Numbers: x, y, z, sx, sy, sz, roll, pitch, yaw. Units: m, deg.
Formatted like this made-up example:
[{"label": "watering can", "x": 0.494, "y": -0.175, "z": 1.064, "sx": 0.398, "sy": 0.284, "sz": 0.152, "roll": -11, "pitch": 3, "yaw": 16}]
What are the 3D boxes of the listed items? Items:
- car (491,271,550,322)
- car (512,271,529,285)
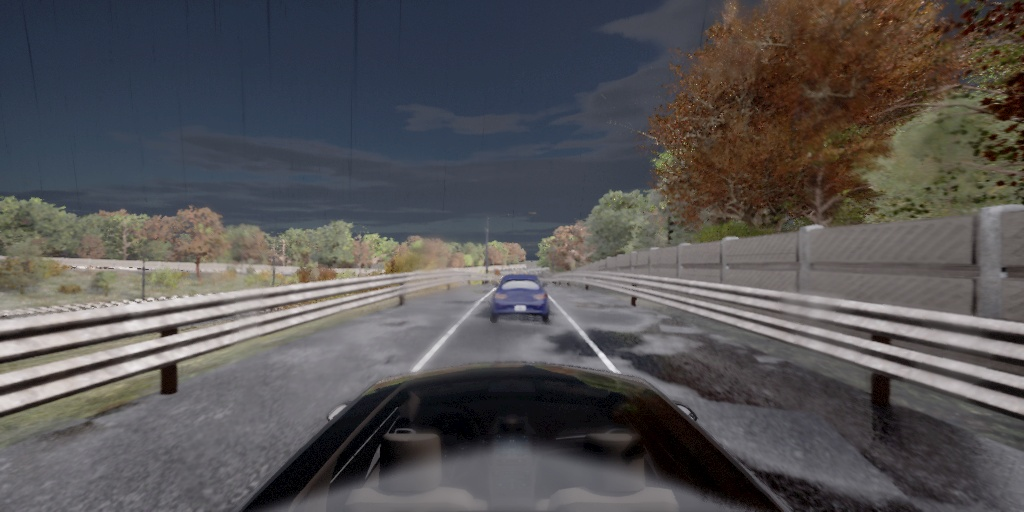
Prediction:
[{"label": "car", "x": 0.284, "y": 1.358, "z": 12.530, "sx": 1.812, "sy": 1.442, "sz": 4.674, "roll": 0, "pitch": -1, "yaw": 1}, {"label": "car", "x": 1.001, "y": 2.541, "z": 41.178, "sx": 1.882, "sy": 1.535, "sz": 5.008, "roll": 0, "pitch": -4, "yaw": 3}]
